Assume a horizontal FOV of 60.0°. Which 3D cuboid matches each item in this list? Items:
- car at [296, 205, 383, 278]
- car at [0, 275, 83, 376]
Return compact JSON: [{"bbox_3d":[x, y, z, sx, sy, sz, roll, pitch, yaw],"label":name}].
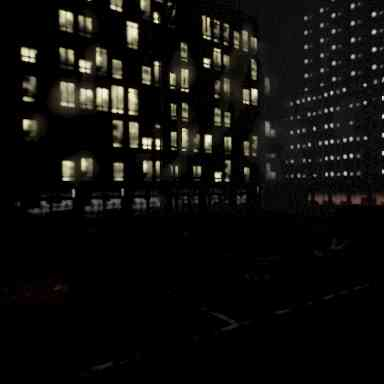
[{"bbox_3d":[5.468,1.361,10.481,5.009,1.841,2.192,0,-1,-35],"label":"car"},{"bbox_3d":[-3.828,1.521,3.845,4.829,1.417,1.752,0,-1,-35],"label":"car"}]
